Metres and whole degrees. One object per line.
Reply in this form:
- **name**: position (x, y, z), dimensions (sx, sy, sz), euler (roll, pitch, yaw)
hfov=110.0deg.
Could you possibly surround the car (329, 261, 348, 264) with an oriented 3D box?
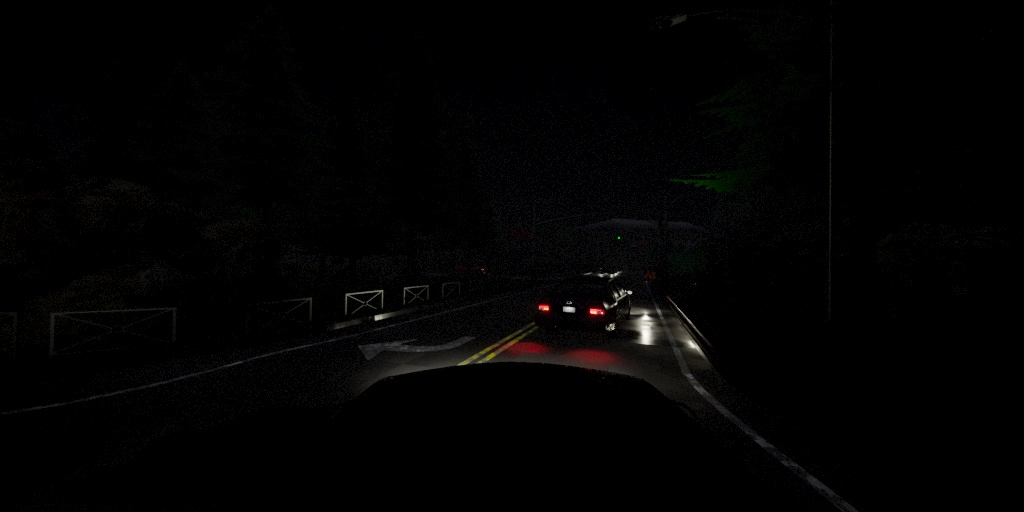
- **car**: position (-23.289, 1.526, 51.321), dimensions (4.674, 1.442, 1.812), euler (1, -1, 23)

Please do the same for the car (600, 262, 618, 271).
- **car**: position (15.462, 2.024, 57.933), dimensions (2.097, 1.767, 4.553), euler (1, -1, 20)

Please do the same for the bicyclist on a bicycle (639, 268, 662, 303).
- **bicyclist on a bicycle**: position (6.385, 1.361, 16.485), dimensions (1.656, 1.620, 0.582), euler (1, -1, -32)

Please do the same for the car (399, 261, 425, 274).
- **car**: position (-13.884, 1.480, 47.703), dimensions (4.553, 1.767, 2.097), euler (1, -1, 20)

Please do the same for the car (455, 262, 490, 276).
- **car**: position (-4.994, 1.605, 44.528), dimensions (4.553, 1.767, 2.097), euler (1, -1, 20)

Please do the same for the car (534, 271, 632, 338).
- **car**: position (2.276, 1.289, 10.266), dimensions (2.033, 1.411, 5.357), euler (1, -1, 24)

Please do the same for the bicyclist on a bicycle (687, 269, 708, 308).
- **bicyclist on a bicycle**: position (7.833, 1.372, 15.106), dimensions (1.656, 1.620, 0.582), euler (1, -1, -35)
